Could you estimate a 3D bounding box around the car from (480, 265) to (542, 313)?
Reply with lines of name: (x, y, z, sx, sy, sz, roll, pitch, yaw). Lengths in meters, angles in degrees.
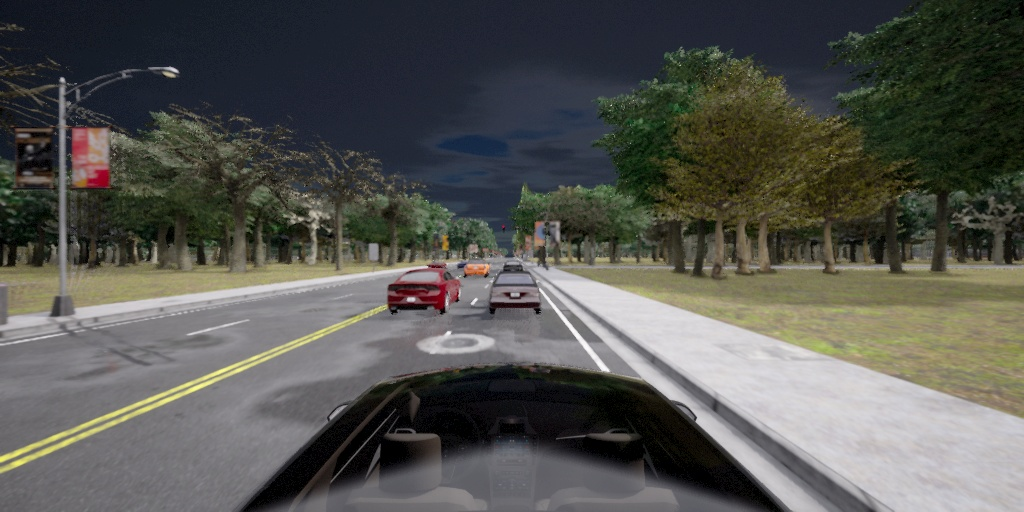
car: (0.101, 1.264, 13.868, 2.033, 1.411, 5.357, 0, 0, 0)

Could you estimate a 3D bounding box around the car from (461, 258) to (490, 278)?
car: (-3.144, 1.020, 33.129, 2.097, 1.767, 4.553, 0, 0, 0)

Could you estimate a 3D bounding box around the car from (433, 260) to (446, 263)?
car: (-9.771, 1.239, 47.109, 1.895, 1.301, 4.718, 0, 0, 1)

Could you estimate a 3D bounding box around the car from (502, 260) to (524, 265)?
car: (0.093, 1.141, 34.753, 1.882, 1.535, 5.008, 0, 0, 0)

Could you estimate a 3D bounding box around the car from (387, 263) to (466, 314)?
car: (-3.136, 1.195, 13.657, 1.882, 1.535, 5.008, 0, 0, 0)
